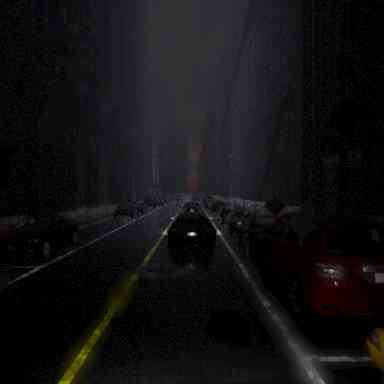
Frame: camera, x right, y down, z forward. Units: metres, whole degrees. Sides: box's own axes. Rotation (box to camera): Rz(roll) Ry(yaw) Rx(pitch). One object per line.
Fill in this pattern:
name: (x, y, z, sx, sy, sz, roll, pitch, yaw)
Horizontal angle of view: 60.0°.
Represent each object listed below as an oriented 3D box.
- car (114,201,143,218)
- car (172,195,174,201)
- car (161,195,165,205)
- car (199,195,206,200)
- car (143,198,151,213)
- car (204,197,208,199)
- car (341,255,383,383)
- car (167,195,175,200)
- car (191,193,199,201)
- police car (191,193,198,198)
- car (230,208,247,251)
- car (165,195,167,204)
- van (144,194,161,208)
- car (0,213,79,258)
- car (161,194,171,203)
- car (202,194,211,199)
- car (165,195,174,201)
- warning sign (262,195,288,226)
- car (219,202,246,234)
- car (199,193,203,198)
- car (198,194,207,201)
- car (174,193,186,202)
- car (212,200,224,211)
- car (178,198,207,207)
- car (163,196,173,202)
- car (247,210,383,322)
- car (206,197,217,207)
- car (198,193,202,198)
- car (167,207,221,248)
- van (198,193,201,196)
car: (-5.764, 1.582, 29.551, 1.802, 1.307, 4.206, 0, 0, 0)
car: (-5.765, 1.453, 74.368, 1.967, 1.590, 4.097, 0, 0, 0)
car: (-5.765, 1.530, 51.790, 1.752, 1.417, 4.829, 0, 0, 0)
car: (2.760, 1.606, 91.187, 1.802, 1.307, 4.206, 0, 0, 0)
car: (-5.764, 1.582, 35.153, 1.802, 1.307, 4.206, 0, 0, 0)
car: (2.761, 1.584, 40.772, 1.802, 1.307, 4.206, 0, 0, 0)
car: (2.760, 1.524, 1.729, 1.752, 1.417, 4.829, 0, 0, 0)
car: (-5.765, 1.590, 91.174, 1.947, 1.339, 4.313, 0, 0, 0)
car: (0.871, 1.254, 90.351, 2.150, 2.045, 5.566, 1, 0, 0)
police car: (0.900, 1.442, 80.430, 1.930, 1.638, 5.238, 0, 0, 0)
car: (2.760, 1.544, 12.763, 1.887, 1.381, 4.507, 0, 0, 0)
car: (-5.765, 1.588, 57.561, 1.802, 1.307, 4.206, 0, 0, 0)
van: (-5.765, 1.344, 46.358, 1.690, 1.788, 3.998, 0, 0, 0)
car: (-5.765, 1.543, 12.745, 1.887, 1.381, 4.507, 0, 0, 0)
car: (-5.765, 1.323, 63.164, 2.192, 1.841, 5.009, 0, 0, 0)
car: (2.760, 1.443, 46.373, 1.967, 1.590, 4.097, 0, 0, 0)
car: (-5.765, 1.585, 85.572, 1.947, 1.339, 4.313, 0, 0, 0)
warning sign: (5.070, 1.114, 20.316, 1.300, 1.860, 1.060, 0, 0, 0)
car: (2.760, 1.524, 18.535, 1.752, 1.417, 4.829, 0, 0, 0)
car: (2.760, 1.446, 57.576, 1.967, 1.590, 4.097, 0, 0, 0)
car: (2.759, 1.335, 85.585, 2.192, 1.841, 5.009, 0, 0, 0)
car: (-3.000, 1.481, 76.709, 1.812, 1.442, 4.674, 0, 0, 0)
car: (2.760, 1.550, 23.966, 2.008, 1.369, 4.403, 0, 0, 0)
car: (0.000, 1.564, 29.651, 2.033, 1.411, 5.357, 0, 0, 0)
car: (-5.765, 1.567, 79.970, 2.008, 1.369, 4.403, 0, 0, 0)
car: (2.760, 1.314, 7.161, 2.192, 1.841, 5.009, 0, 0, 0)
car: (2.761, 1.566, 35.170, 1.947, 1.339, 4.313, 0, 0, 0)
car: (2.760, 1.535, 68.950, 1.752, 1.417, 4.829, 0, 0, 0)
car: (0.000, 1.572, 14.651, 1.994, 1.385, 4.181, 0, 0, 0)
van: (2.759, 1.354, 74.382, 1.690, 1.788, 3.998, 0, 0, 0)
